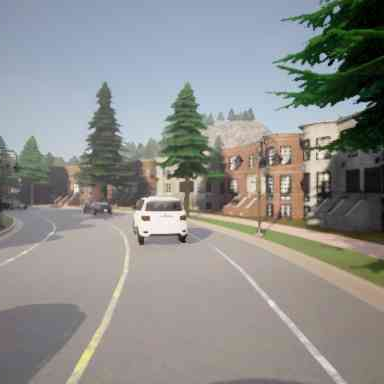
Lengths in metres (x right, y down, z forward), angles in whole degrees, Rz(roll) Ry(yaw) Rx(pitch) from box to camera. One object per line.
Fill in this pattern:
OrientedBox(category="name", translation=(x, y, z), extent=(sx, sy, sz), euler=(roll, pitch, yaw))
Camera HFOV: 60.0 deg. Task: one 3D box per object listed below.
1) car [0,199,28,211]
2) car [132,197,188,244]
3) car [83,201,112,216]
OrientedBox(category="car", translation=(-22.555, 1.606, 41.809), extent=(4.902, 1.511, 2.128), euler=(0, 0, 37))
OrientedBox(category="car", translation=(-1.695, 1.248, 16.322), extent=(2.150, 2.045, 5.566), euler=(0, 0, -13))
OrientedBox(category="car", translation=(-9.516, 1.594, 33.473), extent=(1.812, 1.442, 4.674), euler=(0, 0, -34))
